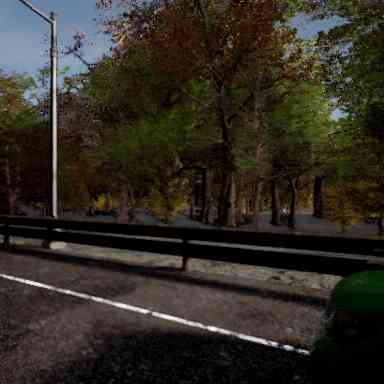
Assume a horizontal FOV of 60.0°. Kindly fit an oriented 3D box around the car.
[{"bbox_3d":[3.839,1.246,2.438,5.566,2.045,2.150,-1,-1,34],"label":"car"}]
